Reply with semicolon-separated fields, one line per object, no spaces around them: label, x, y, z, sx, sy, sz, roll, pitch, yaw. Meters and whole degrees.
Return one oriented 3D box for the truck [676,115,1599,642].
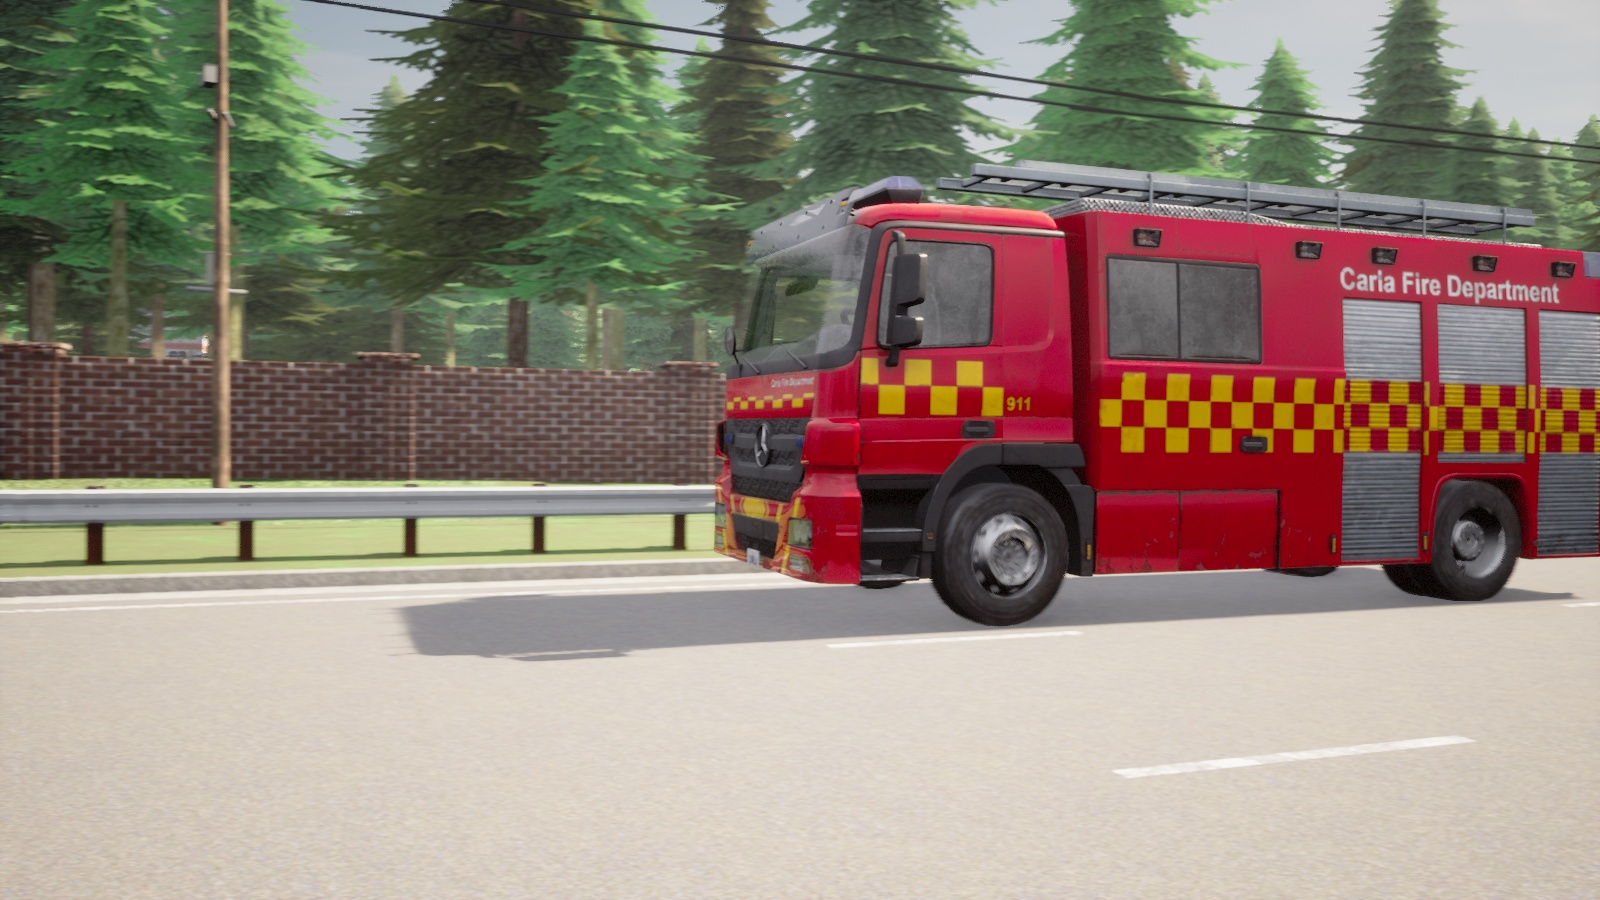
truck;3.331;-0.598;11.977;8.468;3.827;2.891;-1;1;-21
